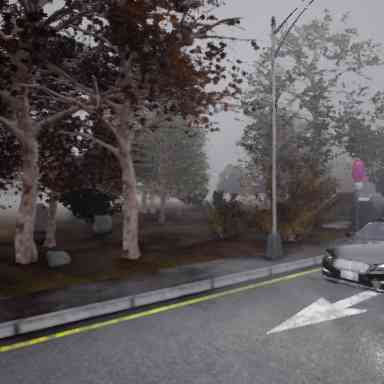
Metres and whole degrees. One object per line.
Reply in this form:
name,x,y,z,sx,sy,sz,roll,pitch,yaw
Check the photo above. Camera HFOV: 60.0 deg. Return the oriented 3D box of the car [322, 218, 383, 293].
car,5.179,1.405,8.219,4.902,1.511,2.128,-1,0,-36
